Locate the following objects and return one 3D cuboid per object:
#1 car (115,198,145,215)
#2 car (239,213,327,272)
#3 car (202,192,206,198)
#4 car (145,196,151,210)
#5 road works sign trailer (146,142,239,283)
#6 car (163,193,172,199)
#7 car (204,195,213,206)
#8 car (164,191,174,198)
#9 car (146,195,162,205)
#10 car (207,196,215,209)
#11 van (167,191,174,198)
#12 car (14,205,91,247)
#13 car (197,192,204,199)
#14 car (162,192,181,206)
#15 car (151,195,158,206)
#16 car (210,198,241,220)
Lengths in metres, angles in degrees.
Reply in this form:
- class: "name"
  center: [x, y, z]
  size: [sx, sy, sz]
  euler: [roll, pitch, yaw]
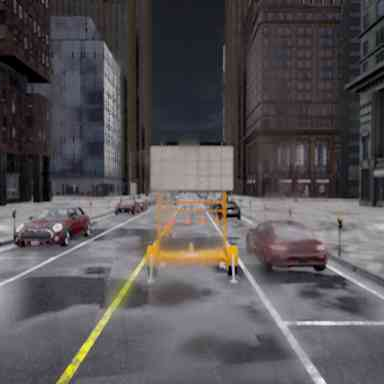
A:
- class: "car"
  center: [-5.809, 1.327, 30.364]
  size: [1.887, 1.381, 4.507]
  euler: [-1, 0, 0]
- class: "car"
  center: [2.740, 1.510, 10.263]
  size: [1.802, 1.307, 4.206]
  euler: [-1, 0, 0]
- class: "car"
  center: [2.697, 1.175, 46.851]
  size: [1.752, 1.417, 4.829]
  euler: [-1, 1, 0]
- class: "car"
  center: [-5.815, 1.323, 35.741]
  size: [1.802, 1.307, 4.206]
  euler: [-1, 0, 0]
- class: "road works sign trailer"
  center: [-0.001, 0.398, 9.437]
  size: [2.380, 3.560, 2.880]
  euler: [0, 0, -1]
- class: "car"
  center: [-5.864, 0.936, 78.845]
  size: [1.802, 1.307, 4.206]
  euler: [-1, 1, 0]
- class: "car"
  center: [2.709, 1.288, 36.275]
  size: [2.008, 1.369, 4.403]
  euler: [-1, 0, 0]
- class: "car"
  center: [-5.874, 0.612, 84.522]
  size: [2.192, 1.841, 5.009]
  euler: [-1, 1, 0]
- class: "car"
  center: [-5.834, 1.172, 51.875]
  size: [1.947, 1.339, 4.313]
  euler: [-1, 0, 0]
- class: "car"
  center: [2.716, 1.343, 31.074]
  size: [1.947, 1.339, 4.313]
  euler: [-1, 0, 0]
- class: "van"
  center: [-5.880, 0.579, 90.202]
  size: [1.690, 1.788, 3.998]
  euler: [-1, 1, 0]
- class: "car"
  center: [-5.792, 1.341, 14.229]
  size: [1.967, 1.590, 4.097]
  euler: [-1, 0, 0]
- class: "car"
  center: [2.660, 0.878, 79.033]
  size: [1.752, 1.417, 4.829]
  euler: [-1, 1, 0]
- class: "car"
  center: [-3.108, 1.148, 46.205]
  size: [2.128, 1.511, 4.902]
  euler: [0, 0, 0]
- class: "car"
  center: [-5.828, 1.204, 46.496]
  size: [2.008, 1.369, 4.403]
  euler: [-1, 0, 0]
- class: "car"
  center: [2.722, 1.383, 25.870]
  size: [1.947, 1.339, 4.313]
  euler: [-1, 0, 0]
